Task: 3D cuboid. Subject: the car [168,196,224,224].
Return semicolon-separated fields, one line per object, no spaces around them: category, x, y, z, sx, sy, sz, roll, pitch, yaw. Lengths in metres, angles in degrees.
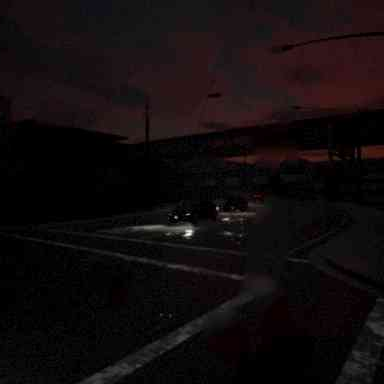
car;0.175;1.310;23.073;1.837;1.490;4.892;-1;1;30

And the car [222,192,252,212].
car;4.252;1.095;31.776;1.812;1.442;4.674;-1;1;17

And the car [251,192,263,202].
car;9.560;0.751;51.790;1.837;1.490;4.892;-1;0;-8

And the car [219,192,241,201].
car;7.046;0.824;61.892;1.837;1.490;4.892;-1;-1;-23
